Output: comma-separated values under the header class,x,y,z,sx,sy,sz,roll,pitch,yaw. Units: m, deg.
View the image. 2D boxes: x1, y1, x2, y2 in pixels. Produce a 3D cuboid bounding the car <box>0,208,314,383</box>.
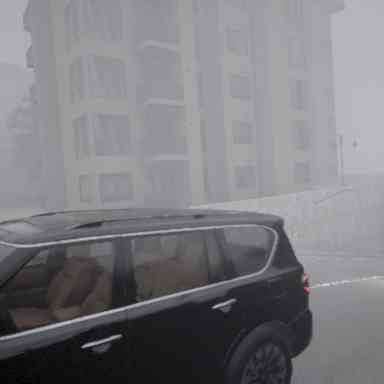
class,x,y,z,sx,sy,sz,roll,pitch,yaw
car,-1.145,1.221,3.156,5.566,2.045,2.150,0,0,-37
